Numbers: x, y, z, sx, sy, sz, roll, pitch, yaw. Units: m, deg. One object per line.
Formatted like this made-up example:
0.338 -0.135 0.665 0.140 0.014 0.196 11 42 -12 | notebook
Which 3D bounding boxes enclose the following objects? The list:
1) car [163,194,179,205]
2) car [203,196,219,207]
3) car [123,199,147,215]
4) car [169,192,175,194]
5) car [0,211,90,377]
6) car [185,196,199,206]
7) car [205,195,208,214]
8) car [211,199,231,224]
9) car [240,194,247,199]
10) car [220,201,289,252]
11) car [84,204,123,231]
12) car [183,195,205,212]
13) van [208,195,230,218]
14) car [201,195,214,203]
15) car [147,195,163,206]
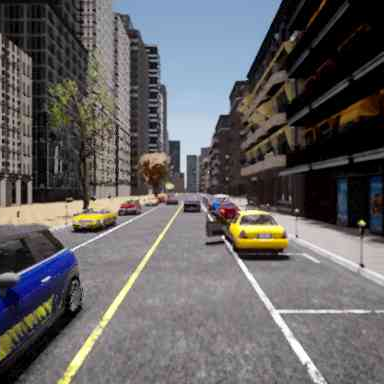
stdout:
-2.985 1.334 50.872 1.895 1.301 4.718 0 0 0 | car
2.703 1.297 47.682 2.008 1.369 4.403 0 0 0 | car
-5.682 1.412 31.088 1.802 1.307 4.206 0 0 0 | car
-5.665 0.872 91.138 2.192 1.841 5.009 0 0 0 | car
-3.099 1.326 4.273 2.097 1.767 4.553 0 0 0 | car
0.026 1.342 48.581 1.895 1.301 4.718 0 0 0 | car
2.700 1.242 36.617 1.967 1.590 4.097 0 0 0 | car
2.696 1.440 25.553 1.802 1.307 4.206 0 0 0 | car
13.449 0.949 78.150 4.403 1.369 2.008 -1 1 -1 | car
2.355 1.380 13.346 1.801 1.575 5.366 0 0 0 | car
-5.685 1.413 19.852 1.752 1.417 4.829 0 0 0 | car
0.041 1.296 35.769 2.128 1.511 4.902 0 0 1 | car
2.698 1.171 31.084 1.690 1.788 3.998 0 0 0 | van
2.706 1.244 58.748 2.008 1.369 4.403 0 0 0 | car
-5.677 1.272 47.515 1.752 1.417 4.829 0 0 0 | car
